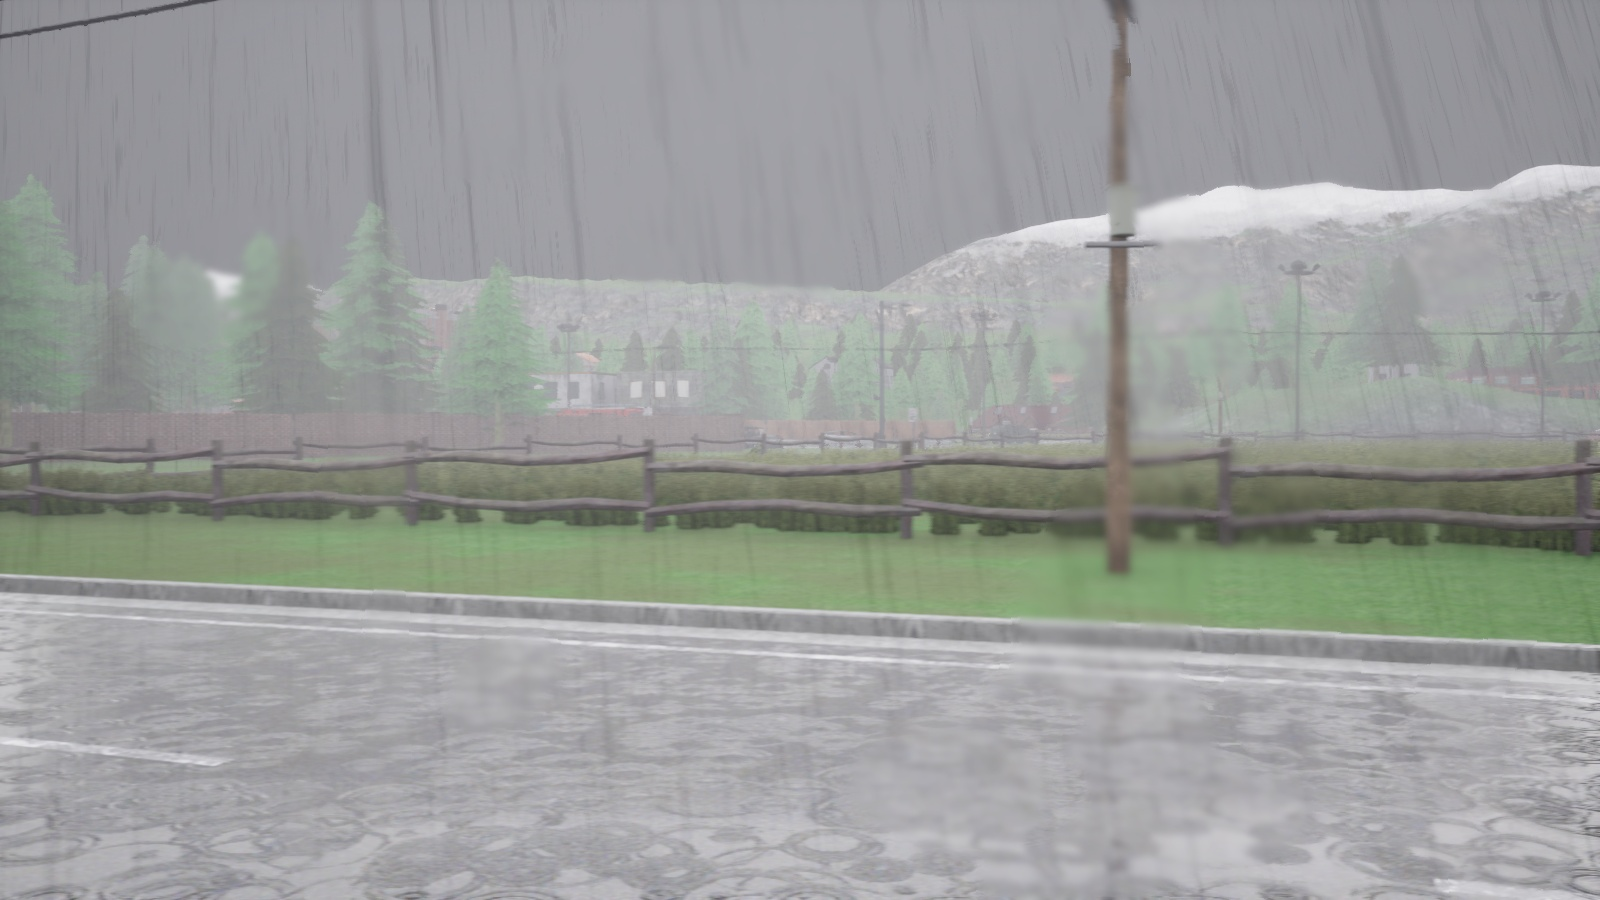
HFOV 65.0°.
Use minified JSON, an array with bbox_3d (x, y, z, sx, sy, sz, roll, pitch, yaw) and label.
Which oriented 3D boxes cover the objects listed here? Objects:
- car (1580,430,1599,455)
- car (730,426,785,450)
[{"bbox_3d":[54.689,-0.517,82.929,5.027,1.651,2.152,1,1,18],"label":"car"},{"bbox_3d":[-3.313,-0.966,98.459,3.866,1.878,1.905,0,1,18],"label":"car"}]
